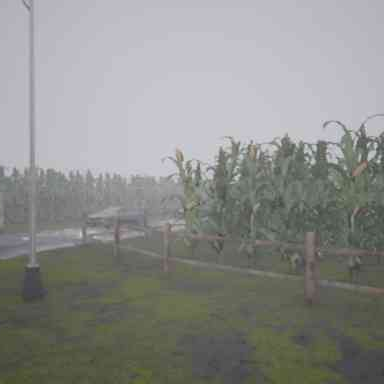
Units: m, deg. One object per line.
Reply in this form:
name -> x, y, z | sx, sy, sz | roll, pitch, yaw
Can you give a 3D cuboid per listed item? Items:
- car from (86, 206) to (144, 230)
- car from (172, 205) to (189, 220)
car -> -5.007, 1.656, 22.037 | 1.994, 1.385, 4.181 | -1, -1, 37
car -> 0.518, 1.703, 29.561 | 2.033, 1.411, 5.357 | -1, -1, 36
